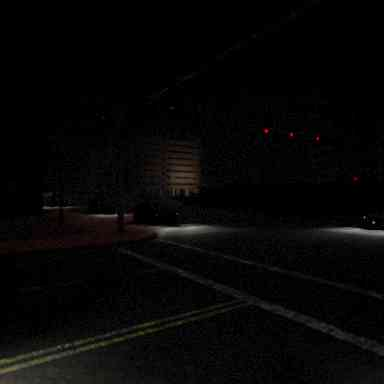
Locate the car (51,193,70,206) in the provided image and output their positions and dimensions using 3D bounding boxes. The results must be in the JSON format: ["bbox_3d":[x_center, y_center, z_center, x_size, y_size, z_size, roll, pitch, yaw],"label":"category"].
[{"bbox_3d":[-21.276,1.229,53.666,2.150,2.045,5.566,0,0,-32],"label":"car"}]

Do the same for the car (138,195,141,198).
[{"bbox_3d":[-11.281,1.159,84.006,4.605,1.855,1.932,0,0,-34],"label":"car"}]

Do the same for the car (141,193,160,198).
[{"bbox_3d":[-9.703,1.162,81.579,3.866,1.878,1.905,0,0,-34],"label":"car"}]

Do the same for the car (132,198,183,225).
[{"bbox_3d":[-2.780,1.479,24.572,1.882,1.535,5.008,0,0,-32],"label":"car"}]

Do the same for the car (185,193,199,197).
[{"bbox_3d":[1.333,1.162,65.352,3.866,1.878,1.905,0,0,-34],"label":"car"}]

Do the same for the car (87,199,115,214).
[{"bbox_3d":[-9.766,1.480,35.540,1.882,1.535,5.008,0,0,-33],"label":"car"}]

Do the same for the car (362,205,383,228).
[{"bbox_3d":[12.686,1.529,20.946,4.674,1.442,1.812,0,0,-33],"label":"car"}]
